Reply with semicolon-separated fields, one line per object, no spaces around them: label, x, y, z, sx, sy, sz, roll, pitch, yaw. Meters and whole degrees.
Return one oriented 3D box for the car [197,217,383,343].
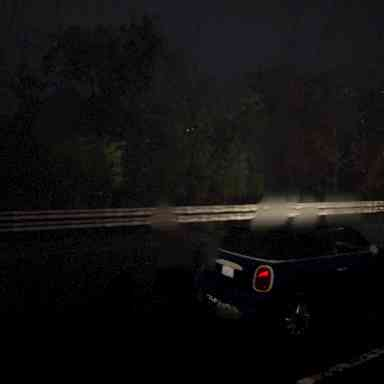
car;2.432;1.327;6.578;4.553;1.767;2.097;0;0;-30
